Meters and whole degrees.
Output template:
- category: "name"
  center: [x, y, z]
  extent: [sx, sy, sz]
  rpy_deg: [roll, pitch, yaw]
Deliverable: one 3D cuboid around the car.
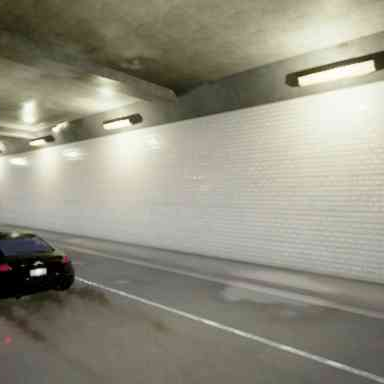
- category: "car"
  center: [-4.754, 1.679, 8.416]
  extent: [4.181, 1.385, 1.994]
  rpy_deg: [0, -2, 42]
